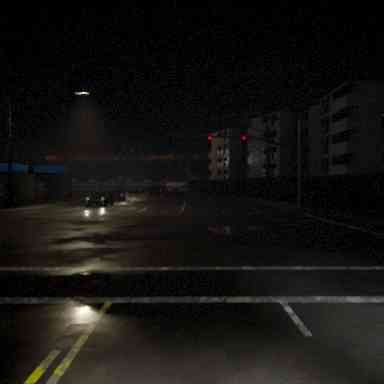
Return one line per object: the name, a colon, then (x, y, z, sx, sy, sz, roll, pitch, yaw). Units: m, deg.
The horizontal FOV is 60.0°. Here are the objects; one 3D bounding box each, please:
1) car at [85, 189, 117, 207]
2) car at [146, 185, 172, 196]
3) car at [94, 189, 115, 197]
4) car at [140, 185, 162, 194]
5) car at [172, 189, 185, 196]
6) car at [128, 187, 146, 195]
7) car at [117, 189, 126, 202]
car: (-9.894, 0.653, 35.806, 2.097, 1.767, 4.553, 0, 1, -1)
car: (-6.767, -0.217, 67.630, 2.150, 2.045, 5.566, -1, 2, -32)
car: (-16.864, 0.206, 63.880, 2.033, 1.411, 5.357, -1, 2, -35)
car: (-9.529, -0.580, 77.086, 2.150, 2.045, 5.566, -1, 2, -45)
car: (-3.511, 0.074, 69.009, 2.033, 1.411, 5.357, -1, 2, -32)
car: (-12.446, -0.120, 75.091, 1.895, 1.301, 4.718, -1, 2, -45)
car: (-10.274, 0.429, 45.615, 2.097, 1.767, 4.553, 0, 1, -8)
